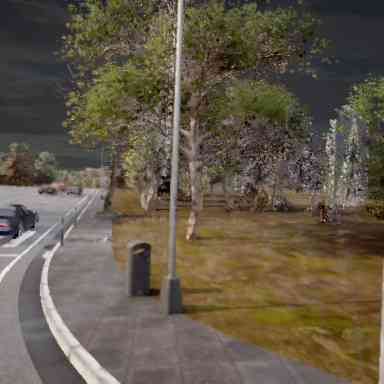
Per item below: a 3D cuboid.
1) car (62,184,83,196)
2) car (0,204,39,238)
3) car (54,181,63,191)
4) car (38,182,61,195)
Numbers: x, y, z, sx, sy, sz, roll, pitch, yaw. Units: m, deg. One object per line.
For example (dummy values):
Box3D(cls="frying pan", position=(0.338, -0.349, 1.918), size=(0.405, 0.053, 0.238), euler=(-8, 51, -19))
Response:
Box3D(cls="car", position=(-16.650, -0.236, 47.278), size=(2.033, 1.411, 5.357), euler=(2, 2, -14))
Box3D(cls="car", position=(-8.877, 1.291, 16.014), size=(2.033, 1.411, 5.357), euler=(2, 2, -13))
Box3D(cls="car", position=(-22.393, -1.017, 55.679), size=(2.097, 1.767, 4.553), euler=(2, 2, -14))
Box3D(cls="car", position=(-20.032, -0.296, 46.376), size=(1.895, 1.301, 4.718), euler=(2, 2, -14))
